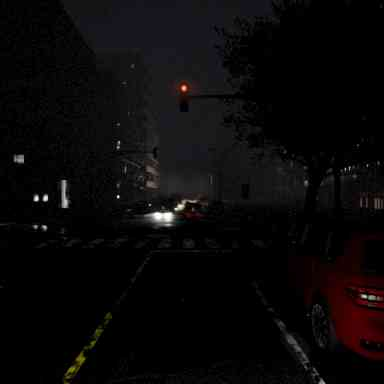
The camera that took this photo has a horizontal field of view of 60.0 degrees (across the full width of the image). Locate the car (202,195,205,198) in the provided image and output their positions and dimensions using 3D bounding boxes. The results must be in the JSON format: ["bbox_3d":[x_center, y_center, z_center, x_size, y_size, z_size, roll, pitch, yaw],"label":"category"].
[{"bbox_3d":[2.706,1.547,49.545,1.752,1.417,4.829,0,0,0],"label":"car"}]

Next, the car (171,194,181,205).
[{"bbox_3d":[-3.071,1.499,49.430,1.882,1.535,5.008,0,0,0],"label":"car"}]

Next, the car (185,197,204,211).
[{"bbox_3d":[0.113,1.614,40.802,1.895,1.301,4.718,0,0,0],"label":"car"}]

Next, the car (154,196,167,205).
[{"bbox_3d":[-5.670,1.474,60.444,1.967,1.590,4.097,0,0,0],"label":"car"}]

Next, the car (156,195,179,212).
[{"bbox_3d":[-3.081,1.503,39.209,2.128,1.511,4.902,0,0,2],"label":"car"}]

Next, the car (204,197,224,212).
[{"bbox_3d":[2.703,1.556,38.310,1.887,1.381,4.507,0,0,0],"label":"car"}]

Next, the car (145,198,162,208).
[{"bbox_3d":[-5.674,1.572,49.378,2.008,1.369,4.403,0,0,0],"label":"car"}]

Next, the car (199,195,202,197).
[{"bbox_3d":[2.711,1.623,65.973,1.802,1.307,4.206,0,0,0],"label":"car"}]

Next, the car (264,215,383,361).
[{"bbox_3d":[2.695,1.315,5.922,2.192,1.841,5.009,0,0,0],"label":"car"}]

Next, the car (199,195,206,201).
[{"bbox_3d":[2.718,1.619,88.104,1.887,1.381,4.507,0,0,0],"label":"car"}]

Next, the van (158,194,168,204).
[{"bbox_3d":[-5.669,1.382,65.977,1.690,1.788,3.998,0,0,0],"label":"van"}]

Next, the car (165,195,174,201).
[{"bbox_3d":[-5.664,1.505,82.574,1.967,1.590,4.097,0,0,0],"label":"car"}]

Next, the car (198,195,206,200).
[{"bbox_3d":[2.719,1.635,93.637,2.008,1.369,4.403,0,0,0],"label":"car"}]

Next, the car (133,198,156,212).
[{"bbox_3d":[-5.677,1.562,38.312,2.008,1.369,4.403,0,0,0],"label":"car"}]

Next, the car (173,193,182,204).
[{"bbox_3d":[-3.034,1.259,62.114,2.150,2.045,5.566,0,0,0],"label":"car"}]
